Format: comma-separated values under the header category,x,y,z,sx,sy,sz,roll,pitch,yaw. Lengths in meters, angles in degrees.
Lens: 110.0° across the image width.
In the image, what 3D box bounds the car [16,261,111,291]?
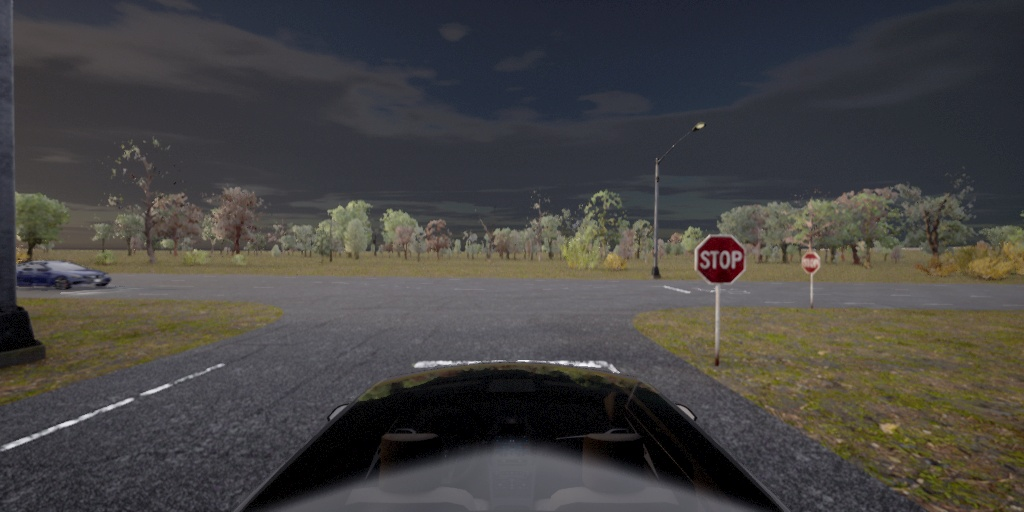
category,x,y,z,sx,sy,sz,roll,pitch,yaw
car,-23.903,0.976,18.680,4.674,1.442,1.812,1,1,0
